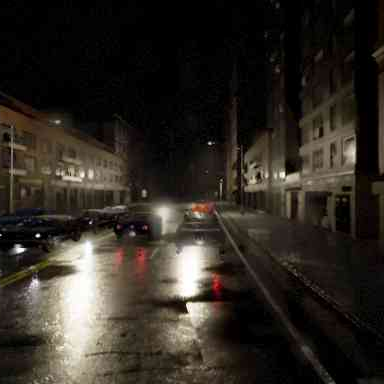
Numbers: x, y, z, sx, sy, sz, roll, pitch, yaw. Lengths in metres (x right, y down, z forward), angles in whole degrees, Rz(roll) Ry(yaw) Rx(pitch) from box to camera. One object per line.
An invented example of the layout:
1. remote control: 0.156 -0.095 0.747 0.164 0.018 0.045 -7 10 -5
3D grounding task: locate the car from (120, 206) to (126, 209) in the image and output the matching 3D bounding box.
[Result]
1. car: -5.915 1.773 25.262 1.895 1.301 4.718 0 0 3

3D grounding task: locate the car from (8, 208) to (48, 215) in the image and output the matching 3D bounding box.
1. car: -9.358 1.653 19.074 1.812 1.442 4.674 0 -1 2

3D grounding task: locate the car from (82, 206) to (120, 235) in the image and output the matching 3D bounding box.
1. car: -6.067 1.736 19.997 1.895 1.301 4.718 0 0 2

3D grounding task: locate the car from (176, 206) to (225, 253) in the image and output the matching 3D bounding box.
1. car: 0.360 1.593 14.195 2.128 1.511 4.902 0 0 2

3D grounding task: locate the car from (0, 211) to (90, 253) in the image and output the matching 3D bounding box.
1. car: -6.308 1.698 14.403 1.895 1.301 4.718 0 0 2

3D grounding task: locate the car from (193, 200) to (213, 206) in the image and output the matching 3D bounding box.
1. car: 1.171 1.600 35.961 2.097 1.767 4.553 0 0 2

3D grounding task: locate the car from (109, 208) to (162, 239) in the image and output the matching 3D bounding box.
1. car: -2.764 1.726 18.055 1.895 1.301 4.718 0 0 2
